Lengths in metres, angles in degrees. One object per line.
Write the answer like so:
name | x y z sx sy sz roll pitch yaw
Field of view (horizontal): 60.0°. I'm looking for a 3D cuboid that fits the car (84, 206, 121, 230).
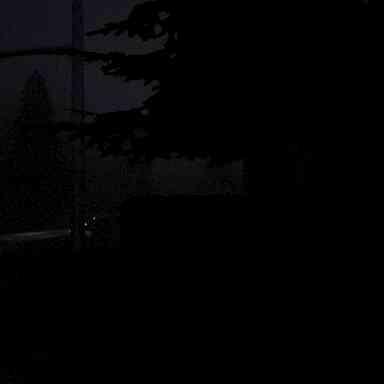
car | -4.971 1.586 21.363 1.895 1.301 4.718 0 0 36
